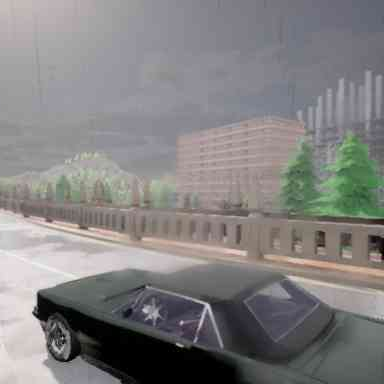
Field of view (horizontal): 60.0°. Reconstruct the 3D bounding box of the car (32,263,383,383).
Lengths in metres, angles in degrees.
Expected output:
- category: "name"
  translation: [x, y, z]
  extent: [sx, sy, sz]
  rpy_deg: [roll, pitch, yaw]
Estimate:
- category: "car"
  translation: [0.015, 1.602, 4.119]
  extent: [4.718, 1.301, 1.895]
  rpy_deg: [0, 0, 37]
